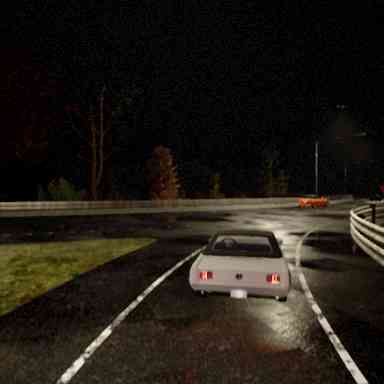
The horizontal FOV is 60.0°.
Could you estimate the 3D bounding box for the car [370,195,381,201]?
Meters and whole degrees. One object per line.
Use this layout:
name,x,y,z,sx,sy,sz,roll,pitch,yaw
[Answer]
car,39.370,1.276,71.357,1.994,1.385,4.181,0,0,28

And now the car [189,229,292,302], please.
car,1.307,1.569,8.261,1.895,1.301,4.718,0,0,12

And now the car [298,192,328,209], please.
car,15.396,1.169,42.080,4.553,1.767,2.097,0,0,-42
